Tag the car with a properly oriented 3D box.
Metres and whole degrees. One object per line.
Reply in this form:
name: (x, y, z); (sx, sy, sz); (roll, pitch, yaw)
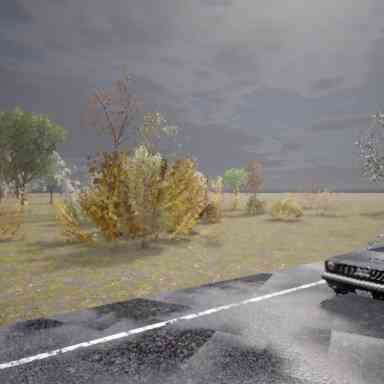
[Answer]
car: (5.040, 1.600, 7.527); (4.718, 1.301, 1.895); (0, 0, -35)
